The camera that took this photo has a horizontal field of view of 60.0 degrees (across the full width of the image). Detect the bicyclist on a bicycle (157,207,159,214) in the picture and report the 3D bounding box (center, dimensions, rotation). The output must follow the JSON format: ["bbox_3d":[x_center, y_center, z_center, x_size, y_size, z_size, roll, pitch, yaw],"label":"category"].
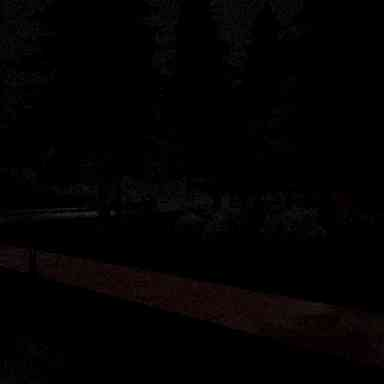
[{"bbox_3d":[-3.563,1.143,28.944,1.656,1.620,0.582,0,0,22],"label":"bicyclist on a bicycle"}]

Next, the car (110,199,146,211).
[{"bbox_3d":[-7.302,1.438,37.358,1.895,1.301,4.718,0,0,36],"label":"car"}]

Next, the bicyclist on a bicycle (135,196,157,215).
[{"bbox_3d":[-4.125,1.142,28.461,1.656,1.620,0.582,0,0,15],"label":"bicyclist on a bicycle"}]
